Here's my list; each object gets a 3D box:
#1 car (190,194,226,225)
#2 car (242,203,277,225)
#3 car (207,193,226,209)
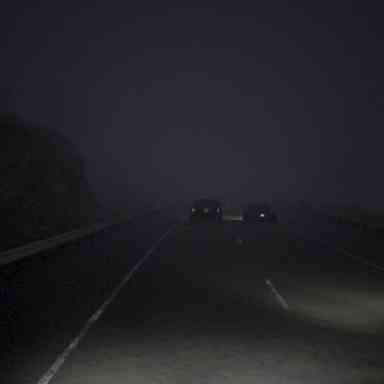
[{"bbox_3d":[1.032,1.190,22.783,2.097,1.767,4.553,0,0,4],"label":"car"},{"bbox_3d":[4.521,1.404,22.597,1.994,1.385,4.181,0,0,4],"label":"car"},{"bbox_3d":[3.180,1.057,41.866,2.097,1.767,4.553,0,0,8],"label":"car"}]
